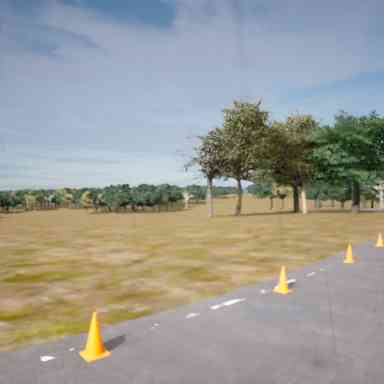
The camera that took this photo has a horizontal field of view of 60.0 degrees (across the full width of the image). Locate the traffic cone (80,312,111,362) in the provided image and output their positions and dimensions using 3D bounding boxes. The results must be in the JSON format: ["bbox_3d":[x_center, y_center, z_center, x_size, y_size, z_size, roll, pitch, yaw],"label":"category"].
[{"bbox_3d":[-1.371,2.007,4.721,0.340,0.580,0.340,0,-1,-39],"label":"traffic cone"}]

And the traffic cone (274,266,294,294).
[{"bbox_3d":[2.160,2.041,7.852,0.340,0.580,0.340,1,-1,-45],"label":"traffic cone"}]

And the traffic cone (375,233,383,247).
[{"bbox_3d":[8.565,2.163,15.150,0.340,0.580,0.340,-1,-2,39],"label":"traffic cone"}]

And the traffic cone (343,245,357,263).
[{"bbox_3d":[5.393,2.095,11.367,0.340,0.580,0.340,-1,-1,41],"label":"traffic cone"}]
